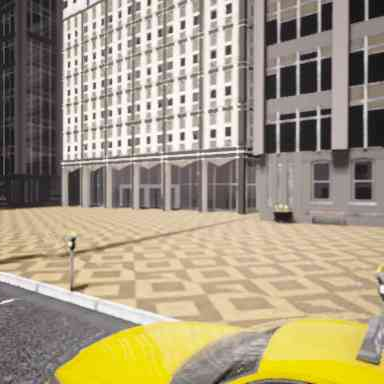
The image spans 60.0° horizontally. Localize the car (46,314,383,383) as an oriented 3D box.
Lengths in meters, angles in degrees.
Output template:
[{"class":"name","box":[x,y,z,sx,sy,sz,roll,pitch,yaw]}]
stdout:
[{"class":"car","box":[0.910,1.518,2.227,4.829,1.417,1.752,0,1,35]}]
